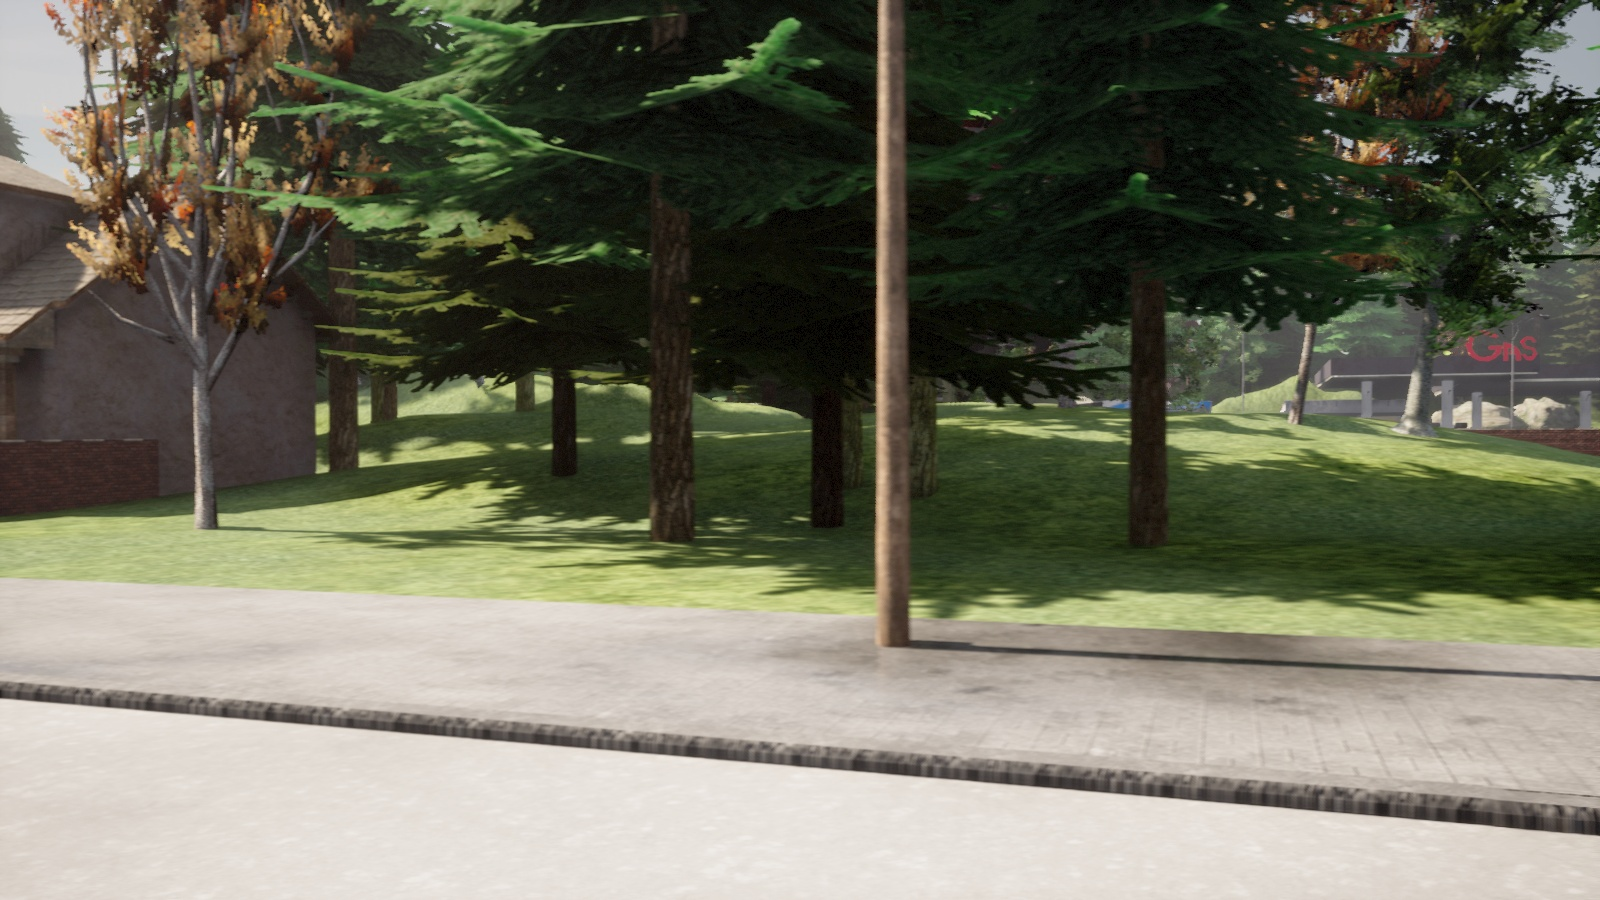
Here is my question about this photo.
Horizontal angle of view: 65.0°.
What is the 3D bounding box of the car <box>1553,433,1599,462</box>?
[{"bbox_3d":[42.104,-0.131,66.365,1.970,1.475,3.806,0,1,-10],"label":"car"}]
